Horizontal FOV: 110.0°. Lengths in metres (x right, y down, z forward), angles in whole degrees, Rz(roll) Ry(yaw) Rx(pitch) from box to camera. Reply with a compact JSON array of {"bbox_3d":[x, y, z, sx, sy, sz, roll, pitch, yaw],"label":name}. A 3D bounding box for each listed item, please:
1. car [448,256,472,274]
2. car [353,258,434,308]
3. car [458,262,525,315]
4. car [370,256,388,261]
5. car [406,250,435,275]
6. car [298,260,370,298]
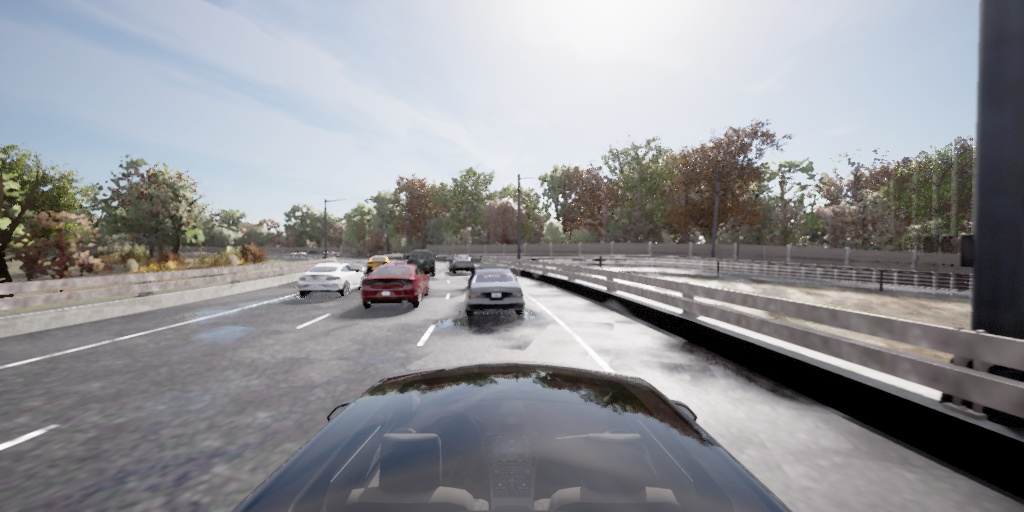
[{"bbox_3d":[-4.606,0.752,32.259,2.128,1.511,4.902,0,1,-16],"label":"car"},{"bbox_3d":[-4.406,1.033,14.157,1.882,1.535,5.008,0,1,-7],"label":"car"},{"bbox_3d":[-0.694,1.119,12.694,2.033,1.411,5.357,0,1,-6],"label":"car"},{"bbox_3d":[-11.879,0.752,32.261,1.882,1.535,5.008,0,1,-16],"label":"car"},{"bbox_3d":[-7.711,0.519,30.458,2.150,2.045,5.566,0,1,-15],"label":"car"},{"bbox_3d":[-8.323,1.045,16.833,1.812,1.442,4.674,0,1,-8],"label":"car"}]
